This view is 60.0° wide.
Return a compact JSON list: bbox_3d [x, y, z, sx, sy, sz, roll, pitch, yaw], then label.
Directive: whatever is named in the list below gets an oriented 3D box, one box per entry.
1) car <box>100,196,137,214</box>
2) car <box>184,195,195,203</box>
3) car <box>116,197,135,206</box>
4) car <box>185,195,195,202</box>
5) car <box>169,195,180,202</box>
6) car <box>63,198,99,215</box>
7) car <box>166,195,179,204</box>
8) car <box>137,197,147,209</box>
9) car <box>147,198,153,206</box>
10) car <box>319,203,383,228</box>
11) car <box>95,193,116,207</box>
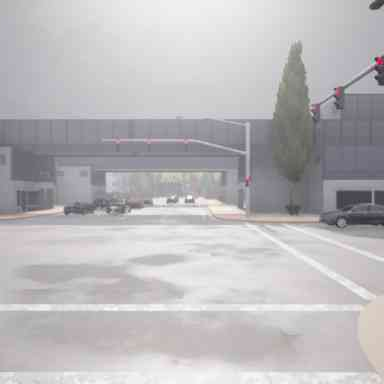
[{"bbox_3d":[-7.749,1.483,35.538,2.128,1.511,4.902,0,0,2],"label":"car"},{"bbox_3d":[-0.475,1.548,66.123,1.994,1.385,4.181,0,0,0],"label":"car"},{"bbox_3d":[-11.119,1.533,56.044,2.033,1.411,5.357,0,0,1],"label":"car"},{"bbox_3d":[-0.423,1.445,74.409,1.994,1.385,4.181,0,0,0],"label":"car"},{"bbox_3d":[-3.923,1.427,74.503,2.128,1.511,4.902,0,0,0],"label":"car"},{"bbox_3d":[-11.275,1.593,33.578,1.895,1.301,4.718,0,0,0],"label":"car"},{"bbox_3d":[-3.984,1.531,64.816,2.033,1.411,5.357,0,0,0],"label":"car"},{"bbox_3d":[-7.698,1.467,45.043,1.882,1.535,5.008,0,0,0],"label":"car"},{"bbox_3d":[-7.628,1.587,55.165,1.895,1.301,4.718,0,0,1],"label":"car"},{"bbox_3d":[10.699,1.500,21.294,4.892,1.490,1.837,0,0,1],"label":"car"},{"bbox_3d":[-11.202,1.211,43.343,2.150,2.045,5.566,0,0,0],"label":"car"}]
